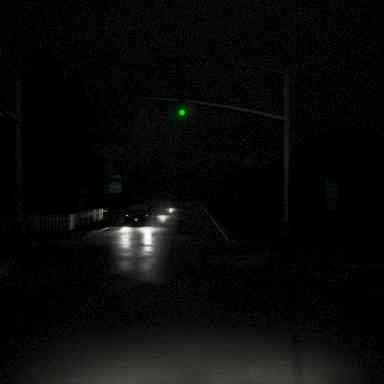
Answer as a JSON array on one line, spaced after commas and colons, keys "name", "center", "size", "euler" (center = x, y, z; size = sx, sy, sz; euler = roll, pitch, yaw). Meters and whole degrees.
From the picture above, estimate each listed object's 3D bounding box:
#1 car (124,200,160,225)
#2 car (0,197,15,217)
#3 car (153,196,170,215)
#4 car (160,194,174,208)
[{"name": "car", "center": [-3.670, 1.539, 24.196], "size": [1.812, 1.442, 4.674], "euler": [0, 0, 0]}, {"name": "car", "center": [-14.603, 1.325, 24.618], "size": [1.905, 1.878, 3.866], "euler": [0, 0, -1]}, {"name": "car", "center": [-3.698, 1.496, 34.726], "size": [1.882, 1.535, 5.008], "euler": [0, 0, 0]}, {"name": "car", "center": [-3.722, 1.249, 48.163], "size": [2.150, 2.045, 5.566], "euler": [0, 0, 0]}]
